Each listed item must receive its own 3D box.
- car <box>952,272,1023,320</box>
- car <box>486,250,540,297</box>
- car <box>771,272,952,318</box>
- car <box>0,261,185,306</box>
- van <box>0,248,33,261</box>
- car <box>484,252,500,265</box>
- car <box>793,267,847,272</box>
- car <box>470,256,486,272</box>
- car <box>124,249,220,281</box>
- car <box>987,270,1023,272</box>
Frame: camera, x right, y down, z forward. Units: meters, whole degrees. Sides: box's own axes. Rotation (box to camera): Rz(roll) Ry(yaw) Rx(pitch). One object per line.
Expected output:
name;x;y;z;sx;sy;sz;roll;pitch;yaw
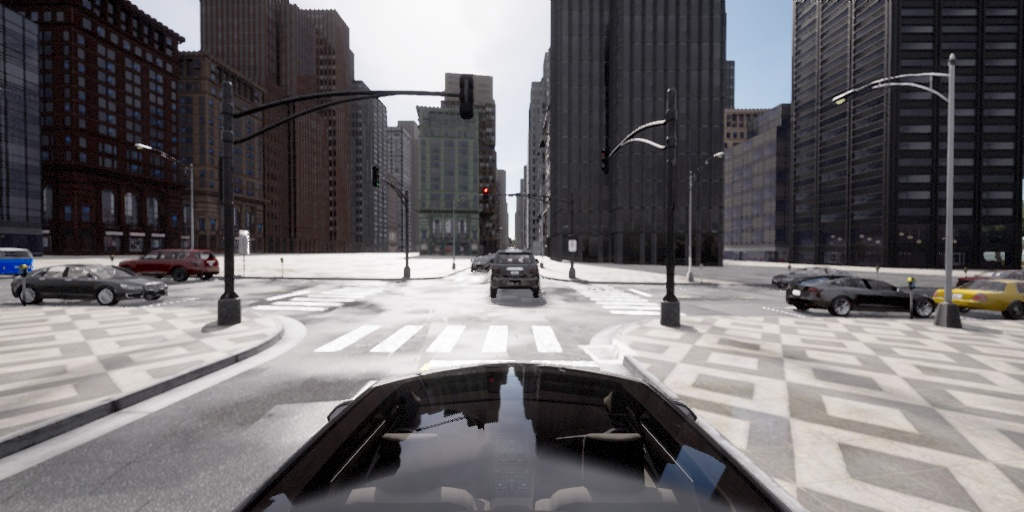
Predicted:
car;17.963;1.416;12.691;4.829;1.417;1.751;0;0;0
car;0.127;0.749;17.282;2.150;2.045;5.566;0;1;0
car;12.150;1.368;12.703;4.313;1.339;1.948;0;0;0
car;-14.757;0.960;12.663;4.403;1.370;2.007;0;0;0
van;-31.105;0.401;21.222;3.998;1.789;1.690;0;0;0
car;-2.962;0.351;54.475;2.097;1.767;4.553;0;1;0
car;17.821;1.314;21.216;4.403;1.370;2.007;0;0;0
car;-3.027;0.768;35.866;1.837;1.490;4.892;0;1;0
car;-20.186;0.522;21.199;5.009;1.841;2.192;0;0;0
car;29.107;1.490;21.193;4.507;1.381;1.888;0;0;0
